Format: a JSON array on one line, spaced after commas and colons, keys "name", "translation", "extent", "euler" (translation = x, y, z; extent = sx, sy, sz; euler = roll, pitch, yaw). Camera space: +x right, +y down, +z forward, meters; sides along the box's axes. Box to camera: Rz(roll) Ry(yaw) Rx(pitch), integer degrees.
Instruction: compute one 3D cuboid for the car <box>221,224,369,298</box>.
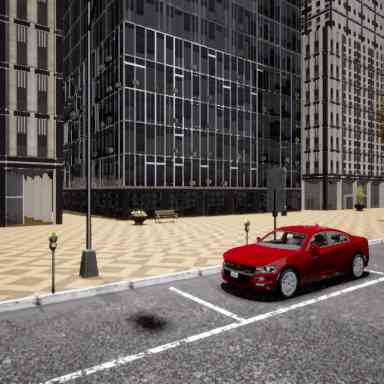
[{"name": "car", "translation": [2.749, 1.545, 8.502], "extent": [4.507, 1.381, 1.887], "euler": [0, 0, -35]}]
